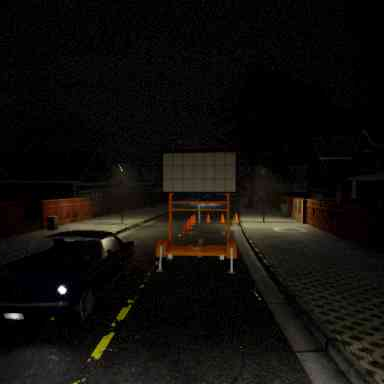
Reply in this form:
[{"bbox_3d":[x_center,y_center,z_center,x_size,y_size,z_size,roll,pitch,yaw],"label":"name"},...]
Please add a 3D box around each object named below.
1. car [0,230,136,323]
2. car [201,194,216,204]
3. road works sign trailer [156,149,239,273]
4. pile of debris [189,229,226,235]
[{"bbox_3d":[-2.631,1.584,7.291,1.895,1.301,4.718,0,0,2],"label":"car"},{"bbox_3d":[2.489,0.999,51.067,1.812,1.442,4.674,0,1,8],"label":"car"},{"bbox_3d":[0.242,0.438,10.632,2.380,3.560,2.880,0,0,6],"label":"road works sign trailer"},{"bbox_3d":[0.826,2.099,17.578,1.860,0.140,1.500,0,0,5],"label":"pile of debris"}]
